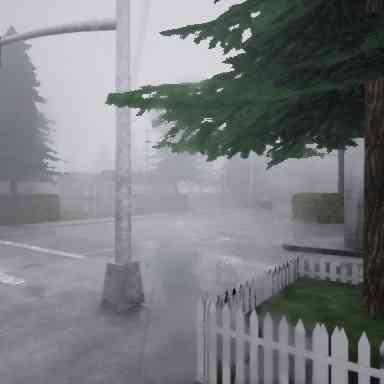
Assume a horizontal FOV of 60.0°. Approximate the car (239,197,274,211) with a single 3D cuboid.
[{"bbox_3d":[7.488,1.394,39.250,1.837,1.490,4.892,2,-1,-30],"label":"car"}]
